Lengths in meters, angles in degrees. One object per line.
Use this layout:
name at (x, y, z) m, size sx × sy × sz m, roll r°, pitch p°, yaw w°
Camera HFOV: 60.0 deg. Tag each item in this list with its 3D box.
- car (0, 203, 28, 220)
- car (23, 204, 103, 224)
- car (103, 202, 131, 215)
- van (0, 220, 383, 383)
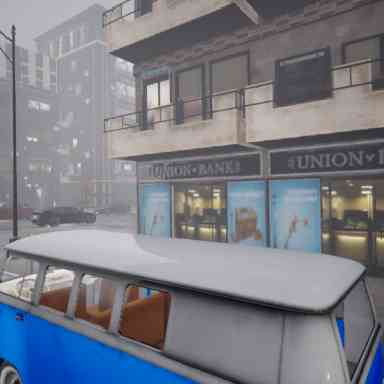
car at (-15.251, 1.609, 27.280) m, size 1.967 × 1.590 × 4.097 m, roll -2°, pitch -1°, yaw 36°
car at (-8.499, 1.583, 22.314) m, size 1.947 × 1.339 × 4.313 m, roll -2°, pitch -1°, yaw 36°
car at (-8.574, 1.798, 36.366) m, size 1.947 × 1.339 × 4.313 m, roll -2°, pitch -1°, yaw 36°
van at (-0.399, 1.342, 3.144) m, size 3.998 × 1.788 × 1.690 m, roll 0°, pitch -1°, yaw 36°
